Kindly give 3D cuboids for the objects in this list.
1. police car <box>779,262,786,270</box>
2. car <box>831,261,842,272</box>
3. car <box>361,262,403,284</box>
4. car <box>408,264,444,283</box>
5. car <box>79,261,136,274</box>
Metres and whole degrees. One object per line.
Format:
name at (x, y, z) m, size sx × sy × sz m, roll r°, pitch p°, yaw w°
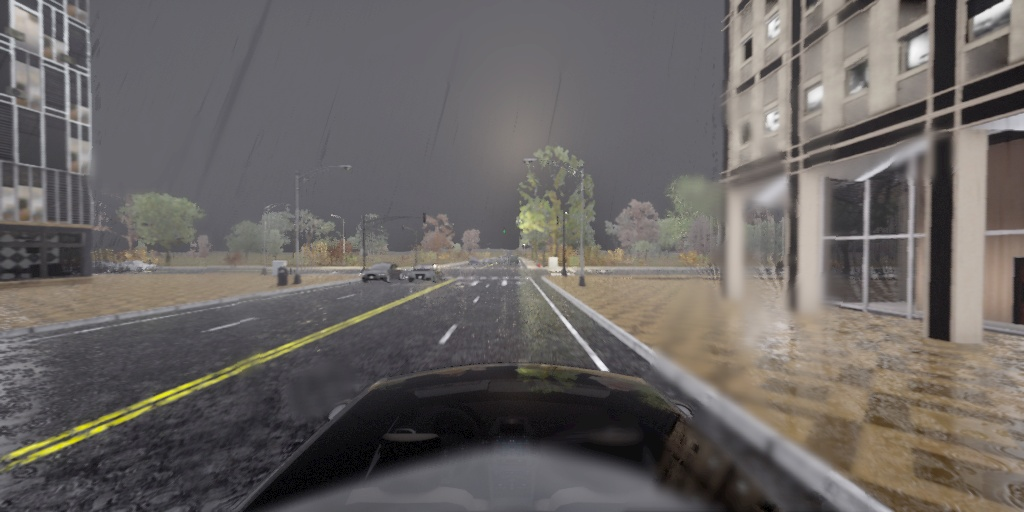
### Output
police car at (37.980, 1.030, 47.038) m, size 5.238 × 1.638 × 1.930 m, roll 0°, pitch 1°, yaw 3°
car at (37.297, 1.134, 43.872) m, size 5.008 × 1.535 × 1.882 m, roll 0°, pitch 1°, yaw 3°
car at (-9.774, 1.246, 27.410) m, size 1.837 × 1.490 × 4.892 m, roll 0°, pitch -1°, yaw 1°
car at (-6.524, 1.303, 27.503) m, size 1.994 × 1.385 × 4.181 m, roll 0°, pitch 0°, yaw 0°
car at (-47.300, 1.351, 41.678) m, size 4.892 × 1.490 × 1.837 m, roll 0°, pitch 1°, yaw 3°
